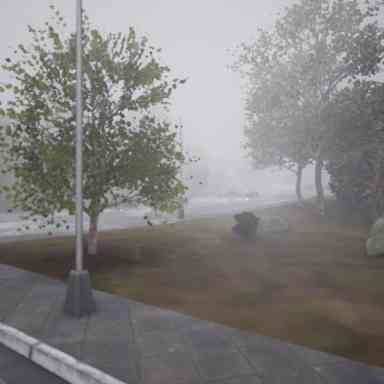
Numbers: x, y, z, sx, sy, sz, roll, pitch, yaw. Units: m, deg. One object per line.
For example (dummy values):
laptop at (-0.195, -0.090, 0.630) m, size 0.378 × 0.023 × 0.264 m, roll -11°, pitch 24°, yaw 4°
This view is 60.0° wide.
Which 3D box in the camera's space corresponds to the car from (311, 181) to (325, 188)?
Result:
car at (33.578, -2.017, 88.901) m, size 2.128 × 1.511 × 4.902 m, roll 0°, pitch 3°, yaw 3°

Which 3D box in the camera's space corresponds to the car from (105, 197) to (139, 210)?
car at (-8.123, 1.271, 38.207) m, size 1.994 × 1.385 × 4.181 m, roll 0°, pitch 2°, yaw 39°

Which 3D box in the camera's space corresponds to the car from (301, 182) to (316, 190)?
car at (27.914, -1.390, 79.461) m, size 2.128 × 1.511 × 4.902 m, roll 0°, pitch 3°, yaw 13°

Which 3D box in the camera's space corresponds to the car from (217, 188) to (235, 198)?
car at (6.045, 0.196, 55.839) m, size 1.837 × 1.490 × 4.892 m, roll 0°, pitch 2°, yaw 39°

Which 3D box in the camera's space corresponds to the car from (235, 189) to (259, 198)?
car at (9.384, 0.187, 54.400) m, size 1.812 × 1.442 × 4.674 m, roll 0°, pitch 3°, yaw 38°

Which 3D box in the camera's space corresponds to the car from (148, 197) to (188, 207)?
car at (-2.709, 1.105, 39.379) m, size 2.033 × 1.411 × 5.357 m, roll 0°, pitch 2°, yaw 39°

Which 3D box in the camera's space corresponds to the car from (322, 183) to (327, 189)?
car at (31.457, -1.412, 79.067) m, size 2.128 × 1.511 × 4.902 m, roll 0°, pitch 3°, yaw 13°
